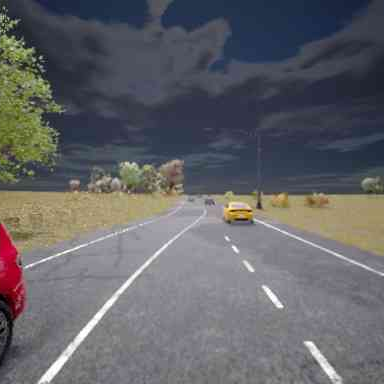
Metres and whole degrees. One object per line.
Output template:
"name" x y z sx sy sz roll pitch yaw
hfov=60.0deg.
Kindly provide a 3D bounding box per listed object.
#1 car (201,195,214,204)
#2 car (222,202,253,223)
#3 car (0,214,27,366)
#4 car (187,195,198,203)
"car" 3.362 1.625 65.365 2.033 1.411 5.357 0 0 0
"car" 3.444 1.509 25.582 1.882 1.535 5.008 0 0 0
"car" -3.513 1.226 2.565 2.150 2.045 5.566 0 0 1
"car" -0.152 1.578 72.571 1.837 1.490 4.892 0 0 0
